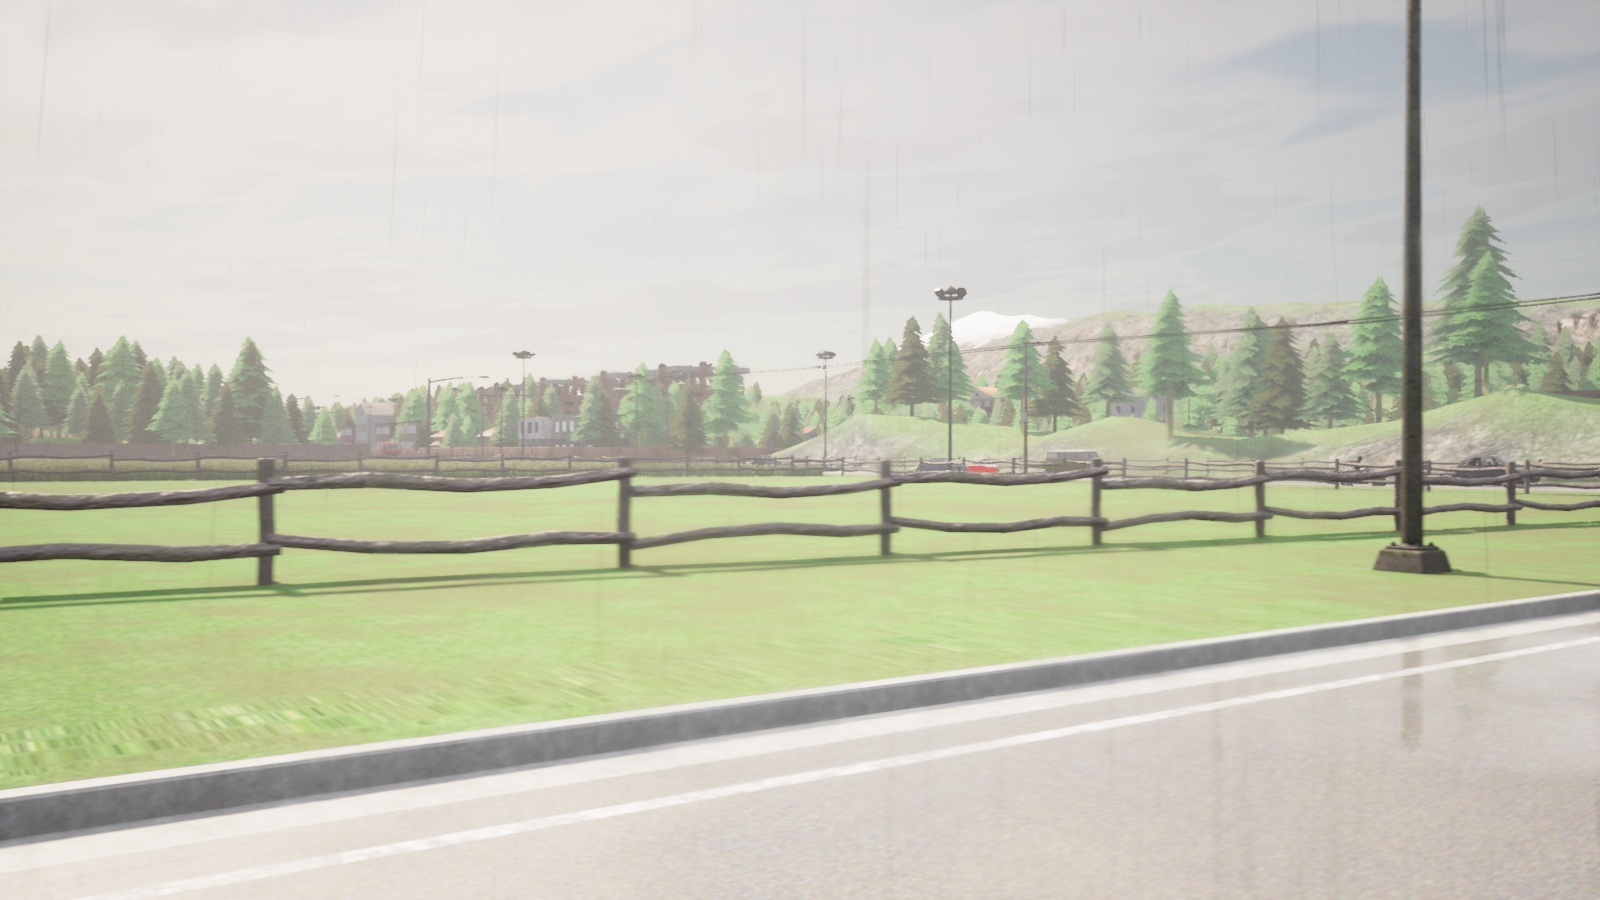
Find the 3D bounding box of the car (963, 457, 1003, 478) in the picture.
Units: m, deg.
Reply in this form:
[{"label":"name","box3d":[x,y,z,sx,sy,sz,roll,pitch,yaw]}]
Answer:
[{"label":"car","box3d":[12.094,1.143,83.088,1.481,1.376,2.207,0,-1,-36]}]

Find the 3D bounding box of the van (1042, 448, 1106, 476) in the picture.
[{"label":"van","box3d":[19.715,0.873,90.485,1.775,1.987,4.442,0,0,-36]}]

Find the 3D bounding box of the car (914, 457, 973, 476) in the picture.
[{"label":"car","box3d":[10.443,1.186,91.420,1.994,1.385,4.181,0,0,-36]}]

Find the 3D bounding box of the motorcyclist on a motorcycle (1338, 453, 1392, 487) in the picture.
[{"label":"motorcyclist on a motorcycle","box3d":[27.607,0.952,61.373,0.766,1.649,2.350,0,0,-36]}]

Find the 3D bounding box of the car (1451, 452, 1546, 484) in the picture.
[{"label":"car","box3d":[36.903,0.923,66.425,1.851,1.617,3.988,0,0,-36]}]
